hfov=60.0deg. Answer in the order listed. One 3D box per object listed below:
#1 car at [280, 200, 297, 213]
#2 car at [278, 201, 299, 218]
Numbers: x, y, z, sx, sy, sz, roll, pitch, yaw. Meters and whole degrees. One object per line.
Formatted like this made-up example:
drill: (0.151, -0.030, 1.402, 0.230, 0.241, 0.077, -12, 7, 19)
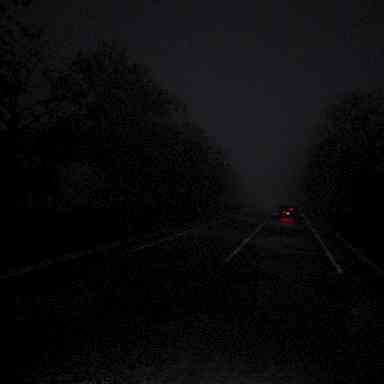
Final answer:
car: (13.984, 2.041, 47.952, 2.128, 1.511, 4.902, 2, 0, 17)
car: (10.394, 1.916, 35.776, 1.837, 1.490, 4.892, 2, 0, 17)
